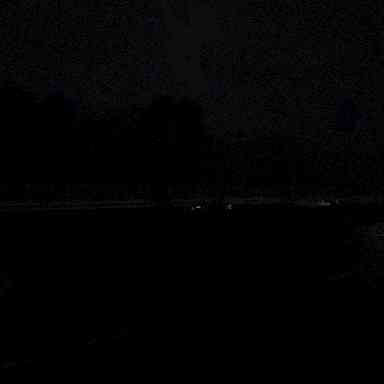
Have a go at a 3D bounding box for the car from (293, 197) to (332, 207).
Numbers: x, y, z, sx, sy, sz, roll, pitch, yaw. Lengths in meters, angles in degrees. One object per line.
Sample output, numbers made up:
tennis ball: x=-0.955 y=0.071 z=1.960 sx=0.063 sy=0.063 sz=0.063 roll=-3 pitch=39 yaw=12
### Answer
car: x=14.334 y=1.546 z=39.994 sx=4.718 sy=1.301 sz=1.895 roll=0 pitch=0 yaw=-35

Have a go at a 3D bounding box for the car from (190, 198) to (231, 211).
car: x=2.015 y=1.469 z=35.514 sx=4.892 sy=1.490 sz=1.837 roll=0 pitch=0 yaw=-35

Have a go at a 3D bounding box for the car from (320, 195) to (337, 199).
car: x=19.062 y=1.283 z=47.623 sx=4.553 sy=1.767 sz=2.097 roll=0 pitch=0 yaw=-35

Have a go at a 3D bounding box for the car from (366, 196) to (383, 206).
car: x=32.112 y=1.512 z=56.859 sx=5.357 sy=1.411 sz=2.033 roll=0 pitch=0 yaw=-35

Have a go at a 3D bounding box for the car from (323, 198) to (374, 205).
car: x=15.087 y=1.553 z=31.942 sx=4.718 sy=1.301 sz=1.895 roll=0 pitch=0 yaw=-35

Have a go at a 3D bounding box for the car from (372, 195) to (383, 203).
car: x=21.482 y=1.461 z=40.773 sx=4.674 sy=1.442 sz=1.812 roll=0 pitch=0 yaw=-35
